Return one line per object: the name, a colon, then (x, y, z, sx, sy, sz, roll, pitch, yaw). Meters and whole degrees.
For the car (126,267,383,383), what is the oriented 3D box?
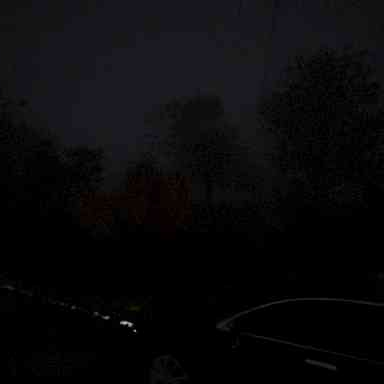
car: (1.500, 1.539, 3.238, 4.892, 1.490, 1.837, 1, 0, 34)
